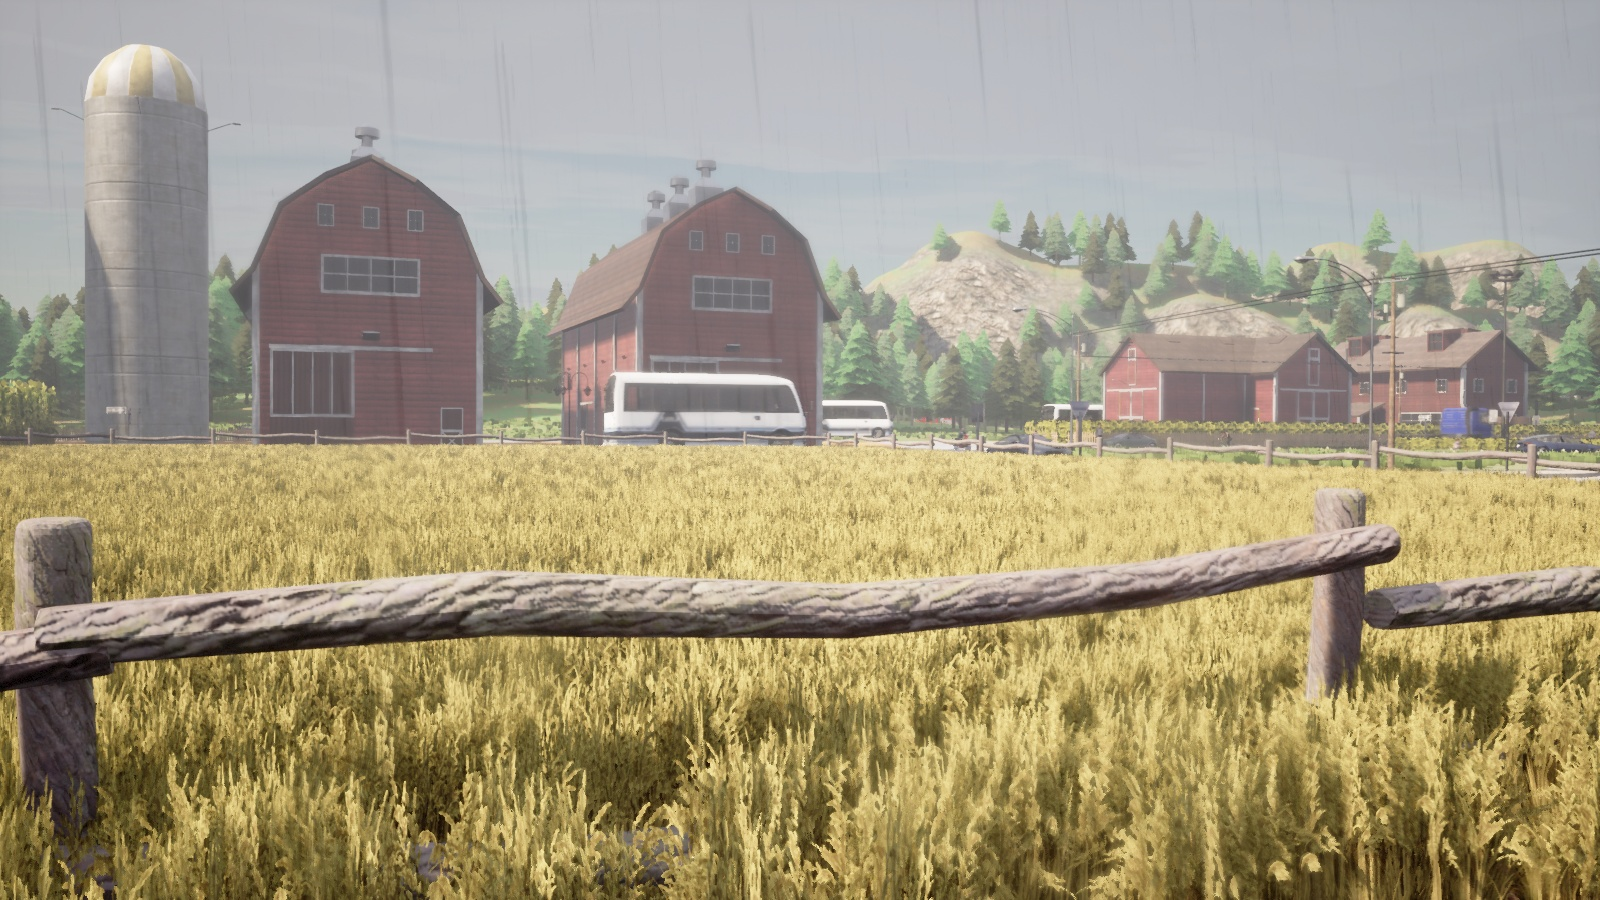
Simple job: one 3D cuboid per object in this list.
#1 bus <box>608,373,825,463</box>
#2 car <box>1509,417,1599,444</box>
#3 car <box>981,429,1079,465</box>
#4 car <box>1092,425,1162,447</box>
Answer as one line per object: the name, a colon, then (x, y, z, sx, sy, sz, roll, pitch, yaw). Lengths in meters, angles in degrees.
bus: (-4.267, -1.622, 63.805, 10.273, 4.253, 3.944, -1, 0, -18)
car: (44.374, -1.125, 73.278, 4.792, 1.488, 2.163, -1, 1, 8)
car: (9.259, -0.150, 50.860, 1.994, 1.385, 4.181, -1, 1, -21)
car: (22.470, -0.973, 86.350, 4.181, 1.385, 1.994, -1, 1, -18)
